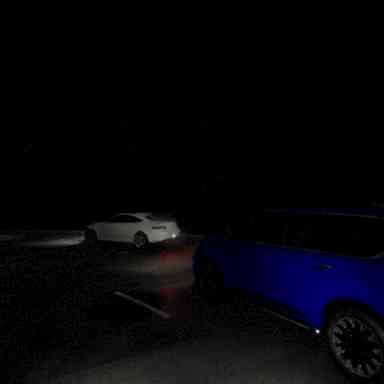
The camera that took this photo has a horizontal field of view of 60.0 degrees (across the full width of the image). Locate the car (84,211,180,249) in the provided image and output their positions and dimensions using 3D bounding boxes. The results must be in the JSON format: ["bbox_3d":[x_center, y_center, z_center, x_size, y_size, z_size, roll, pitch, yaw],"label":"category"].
[{"bbox_3d":[-2.714,1.599,14.774,4.674,1.442,1.812,-1,0,31],"label":"car"}]

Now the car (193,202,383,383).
[{"bbox_3d":[2.076,1.185,5.642,2.150,2.045,5.566,0,0,-28],"label":"car"}]
